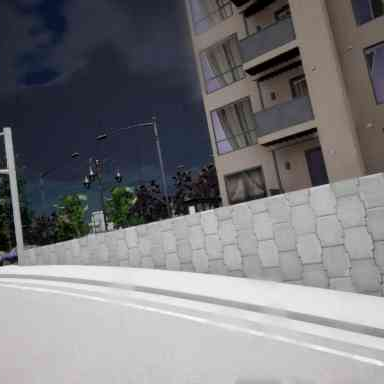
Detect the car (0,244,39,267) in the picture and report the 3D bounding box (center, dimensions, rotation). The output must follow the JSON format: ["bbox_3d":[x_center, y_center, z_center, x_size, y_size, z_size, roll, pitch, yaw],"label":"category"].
[{"bbox_3d":[-15.561,5.659,29.609,2.097,1.767,4.553,-15,-9,35],"label":"car"}]
